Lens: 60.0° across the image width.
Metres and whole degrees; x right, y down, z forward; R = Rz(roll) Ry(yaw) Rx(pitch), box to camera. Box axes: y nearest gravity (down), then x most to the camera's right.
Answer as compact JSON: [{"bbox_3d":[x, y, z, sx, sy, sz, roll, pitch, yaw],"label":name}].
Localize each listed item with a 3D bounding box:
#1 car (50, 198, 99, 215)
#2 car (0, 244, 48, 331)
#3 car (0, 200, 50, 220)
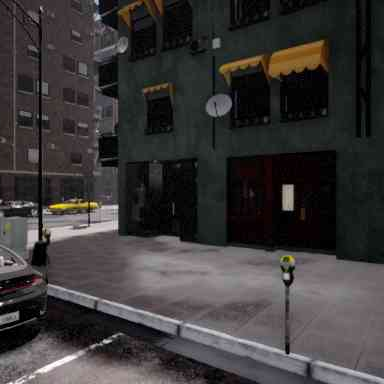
[{"bbox_3d":[-10.845,1.250,30.412,1.752,1.417,4.829,1,1,35],"label":"car"},{"bbox_3d":[-4.360,1.551,5.980,4.403,1.369,2.008,0,0,35],"label":"car"},{"bbox_3d":[-13.932,1.350,25.986,2.008,1.369,4.403,1,1,35],"label":"car"}]
